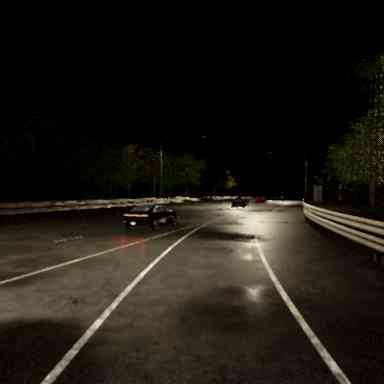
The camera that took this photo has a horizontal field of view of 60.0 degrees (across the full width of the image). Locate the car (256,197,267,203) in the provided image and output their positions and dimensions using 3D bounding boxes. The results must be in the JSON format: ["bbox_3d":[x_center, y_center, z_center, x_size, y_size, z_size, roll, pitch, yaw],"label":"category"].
[{"bbox_3d":[15.136,1.732,72.280,1.812,1.442,4.674,0,-1,19],"label":"car"}]

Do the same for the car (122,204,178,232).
[{"bbox_3d":[-2.410,1.483,20.298,2.128,1.511,4.902,0,0,19],"label":"car"}]

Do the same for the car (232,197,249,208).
[{"bbox_3d":[7.060,1.569,48.462,1.837,1.490,4.892,0,0,19],"label":"car"}]
